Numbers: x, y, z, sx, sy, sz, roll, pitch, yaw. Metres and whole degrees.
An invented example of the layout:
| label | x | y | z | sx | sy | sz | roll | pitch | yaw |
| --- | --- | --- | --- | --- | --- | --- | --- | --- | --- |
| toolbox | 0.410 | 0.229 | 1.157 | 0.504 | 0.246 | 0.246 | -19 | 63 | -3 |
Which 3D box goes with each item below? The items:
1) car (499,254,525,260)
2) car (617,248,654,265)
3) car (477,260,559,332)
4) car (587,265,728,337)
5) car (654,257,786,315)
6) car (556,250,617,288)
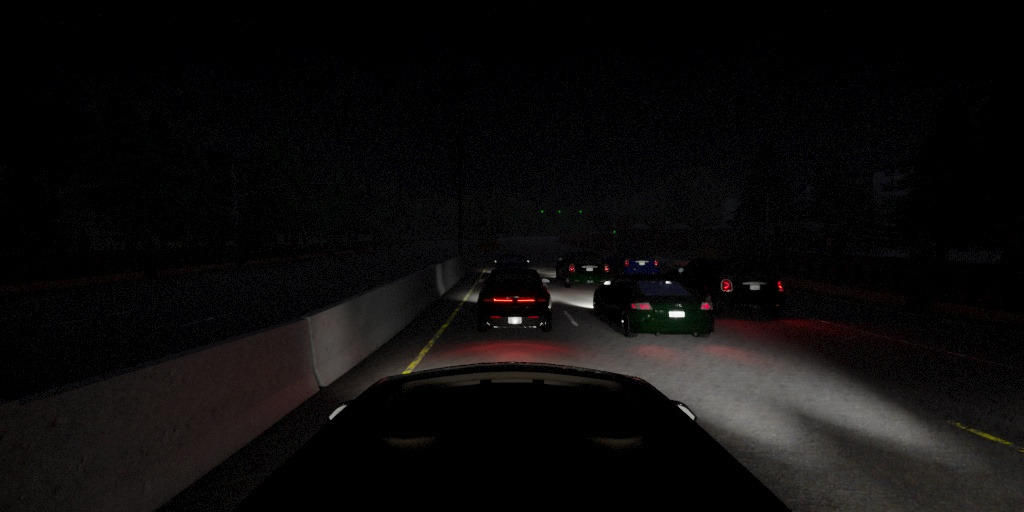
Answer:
| label | x | y | z | sx | sy | sz | roll | pitch | yaw |
| --- | --- | --- | --- | --- | --- | --- | --- | --- | --- |
| car | -0.002 | 0.599 | 19.843 | 2.033 | 1.411 | 5.357 | 0 | 4 | 0 |
| car | 7.047 | 0.310 | 21.426 | 2.097 | 1.767 | 4.553 | 0 | 4 | 1 |
| car | 0.055 | 1.081 | 10.333 | 1.837 | 1.490 | 4.892 | 0 | 2 | 0 |
| car | 3.559 | 1.161 | 9.767 | 1.994 | 1.385 | 4.181 | 0 | 2 | 0 |
| car | 7.042 | 0.833 | 12.528 | 2.097 | 1.767 | 4.553 | 0 | 3 | 0 |
| car | 3.505 | 0.494 | 18.373 | 2.097 | 1.767 | 4.553 | 0 | 4 | 0 |
